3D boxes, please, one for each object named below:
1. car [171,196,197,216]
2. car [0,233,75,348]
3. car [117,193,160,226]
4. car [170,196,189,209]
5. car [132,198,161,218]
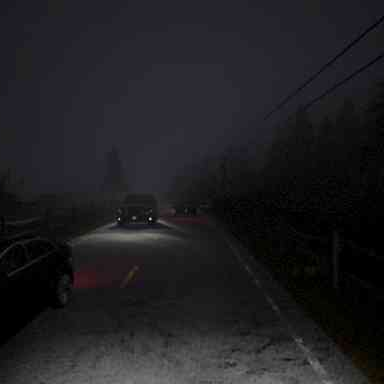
[{"bbox_3d":[-0.596,1.300,29.550,2.128,1.511,4.902,0,0,-3],"label":"car"},{"bbox_3d":[-3.322,1.458,4.980,2.128,1.511,4.902,0,1,0],"label":"car"},{"bbox_3d":[-3.442,1.120,22.023,2.150,2.045,5.566,0,0,-2],"label":"car"},{"bbox_3d":[-1.664,1.272,42.644,2.033,1.411,5.357,0,0,-5],"label":"car"},{"bbox_3d":[-3.852,1.304,29.061,2.128,1.511,4.902,0,0,-3],"label":"car"}]
